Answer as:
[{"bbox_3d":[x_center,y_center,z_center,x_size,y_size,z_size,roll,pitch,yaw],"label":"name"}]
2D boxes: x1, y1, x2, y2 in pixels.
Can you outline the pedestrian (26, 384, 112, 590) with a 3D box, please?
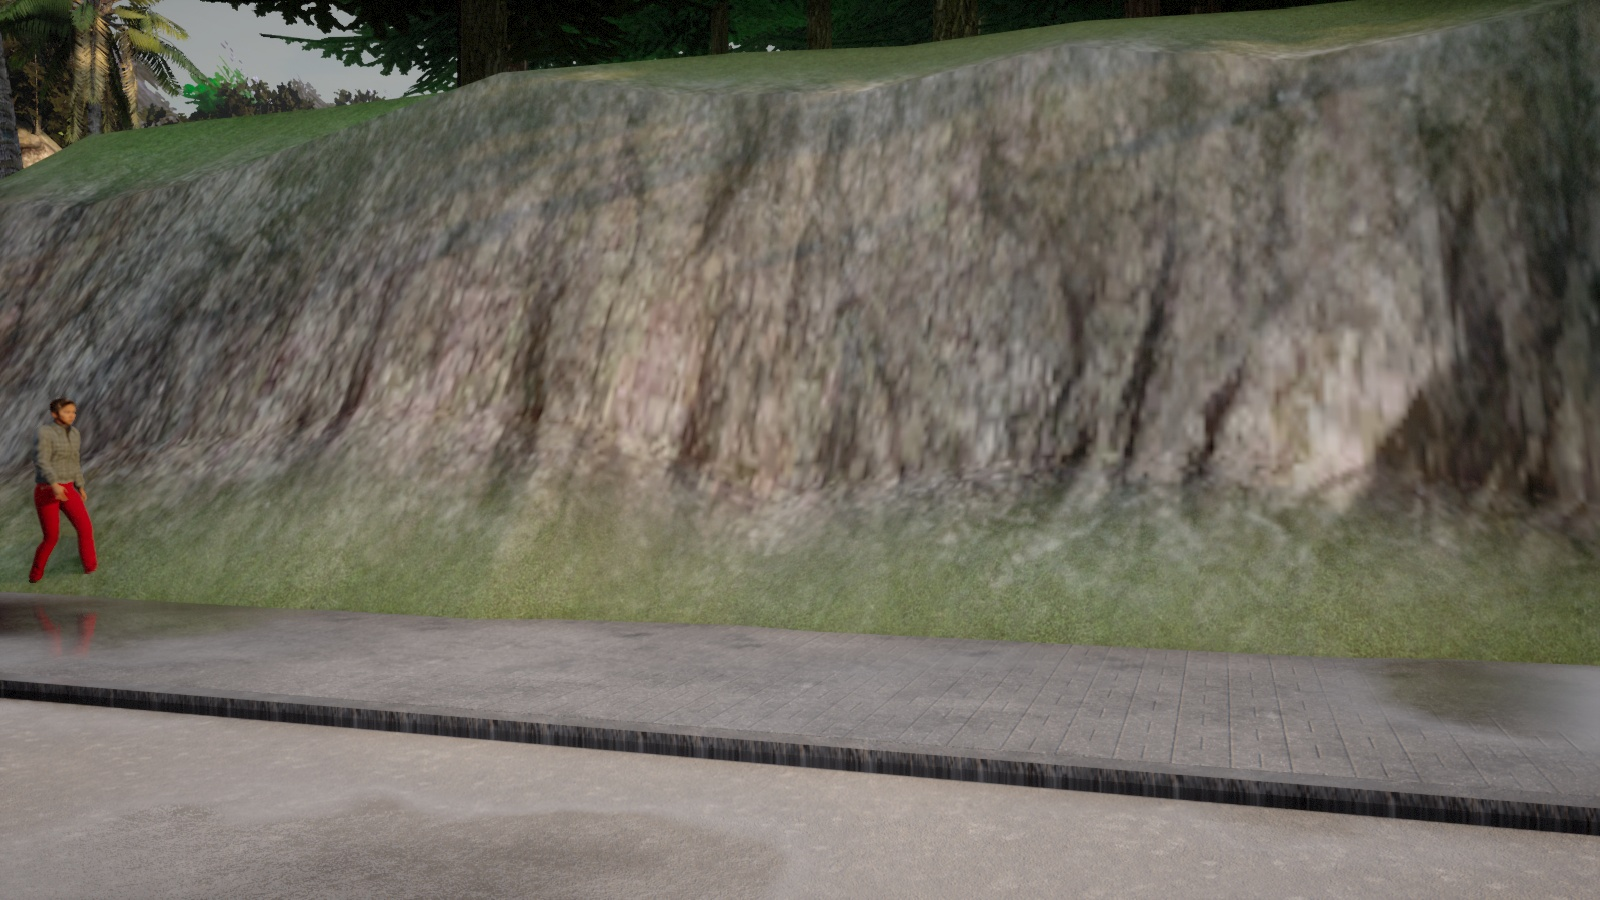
[{"bbox_3d":[-6.706,0.327,11.527,0.614,1.847,0.353,1,1,19],"label":"pedestrian"}]
